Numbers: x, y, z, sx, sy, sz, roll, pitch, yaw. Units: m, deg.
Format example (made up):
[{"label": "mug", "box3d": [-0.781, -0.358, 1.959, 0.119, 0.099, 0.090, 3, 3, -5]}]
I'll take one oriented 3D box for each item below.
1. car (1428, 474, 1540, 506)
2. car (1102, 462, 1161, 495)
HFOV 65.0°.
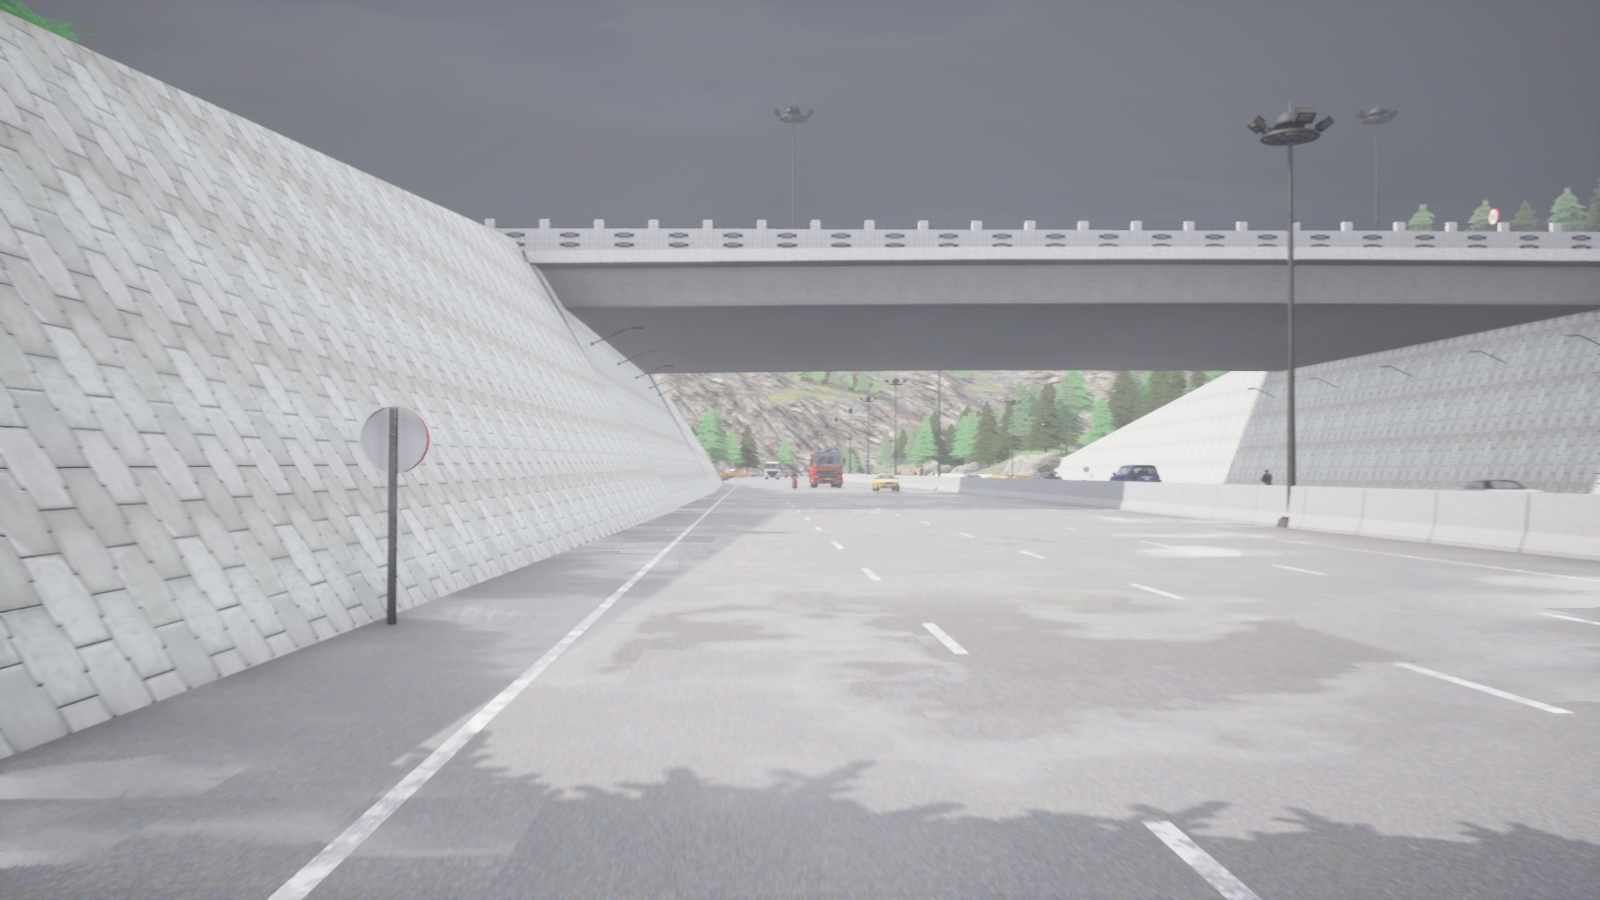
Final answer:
[{"label": "car", "box3d": [29.511, 1.688, 54.367, 1.895, 1.301, 4.718, 0, -1, -5]}, {"label": "car", "box3d": [21.407, 1.808, 81.254, 2.150, 2.045, 5.566, 0, -1, -2]}]
